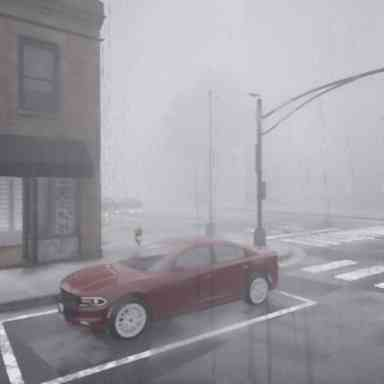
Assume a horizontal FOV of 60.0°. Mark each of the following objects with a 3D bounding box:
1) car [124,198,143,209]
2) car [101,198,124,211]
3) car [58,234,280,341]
[{"bbox_3d":[-7.853,1.418,42.052,1.994,1.385,4.181,0,1,-35],"label":"car"},{"bbox_3d":[-10.317,1.404,39.909,1.812,1.442,4.674,0,1,-35],"label":"car"},{"bbox_3d":[-0.209,1.571,6.512,4.507,1.381,1.887,1,-1,-35],"label":"car"}]
